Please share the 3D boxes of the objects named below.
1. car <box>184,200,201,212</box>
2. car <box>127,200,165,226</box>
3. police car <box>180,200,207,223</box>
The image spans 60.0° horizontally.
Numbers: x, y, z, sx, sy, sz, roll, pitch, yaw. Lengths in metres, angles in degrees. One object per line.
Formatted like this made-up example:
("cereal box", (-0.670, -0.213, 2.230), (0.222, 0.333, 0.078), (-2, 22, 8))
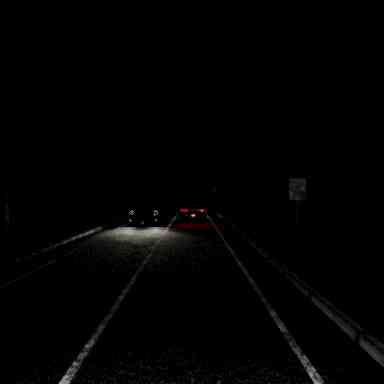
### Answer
("car", (0.090, 1.707, 42.853), (2.033, 1.411, 5.357), (0, -1, 0))
("car", (-3.104, 1.342, 23.157), (2.097, 1.767, 4.553), (0, 0, 0))
("police car", (0.094, 1.496, 25.935), (2.038, 1.542, 4.974), (0, 0, 0))
